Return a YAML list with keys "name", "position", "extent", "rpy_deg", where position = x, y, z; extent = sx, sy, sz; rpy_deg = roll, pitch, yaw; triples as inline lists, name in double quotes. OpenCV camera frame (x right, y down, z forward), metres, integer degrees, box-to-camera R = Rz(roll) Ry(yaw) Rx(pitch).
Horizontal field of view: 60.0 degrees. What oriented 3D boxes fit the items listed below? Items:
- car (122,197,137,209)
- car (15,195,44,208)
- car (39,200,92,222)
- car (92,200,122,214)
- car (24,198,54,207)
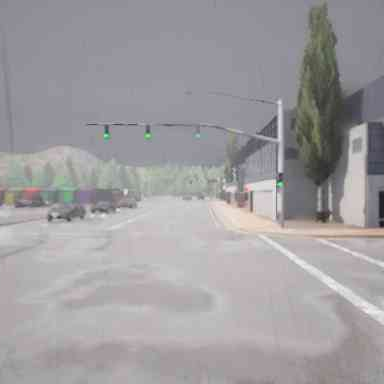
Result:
- name: "car"
  position: [-9.694, 1.591, 49.915]
  extent: [2.097, 1.767, 4.553]
  rpy_deg: [0, 0, 2]
- name: "car"
  position: [-24.438, 1.400, 50.223]
  extent: [3.866, 1.878, 1.905]
  rpy_deg: [0, 0, 0]
- name: "car"
  position: [-10.429, 1.627, 27.900]
  extent: [2.128, 1.511, 4.902]
  rpy_deg: [0, 0, 1]
- name: "car"
  position: [-10.105, 1.733, 38.573]
  extent: [2.033, 1.411, 5.357]
  rpy_deg: [0, 0, 2]
- name: "car"
  position: [-24.400, 1.653, 53.117]
  extent: [3.806, 1.475, 1.970]
  rpy_deg: [0, 0, 0]
